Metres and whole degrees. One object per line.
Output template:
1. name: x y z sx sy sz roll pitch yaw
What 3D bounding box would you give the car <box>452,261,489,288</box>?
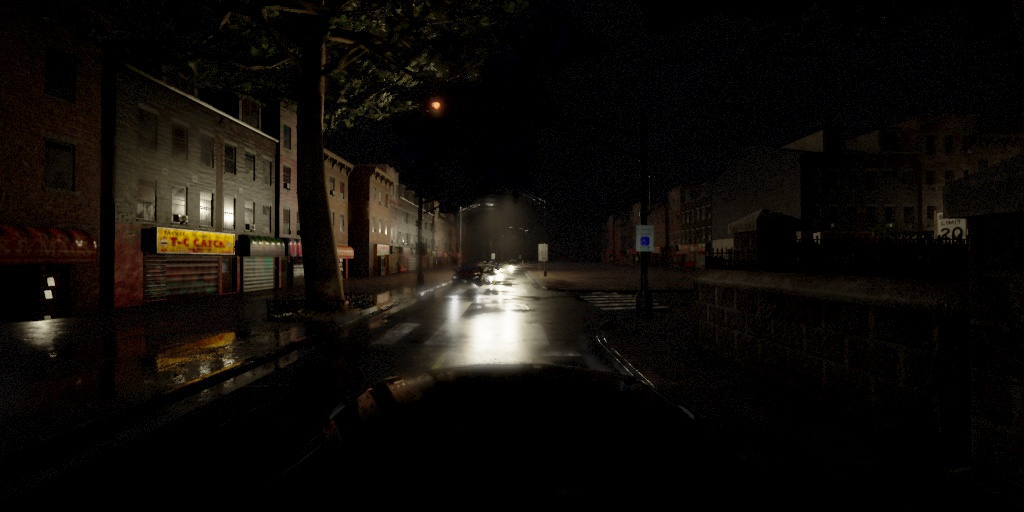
1. car: -2.811 1.285 23.990 1.812 1.442 4.674 0 0 0

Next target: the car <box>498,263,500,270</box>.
1. car: -2.759 1.323 50.020 1.812 1.442 4.674 0 0 0

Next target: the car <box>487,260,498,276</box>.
1. car: -2.792 1.277 37.497 1.837 1.490 4.892 0 0 0
